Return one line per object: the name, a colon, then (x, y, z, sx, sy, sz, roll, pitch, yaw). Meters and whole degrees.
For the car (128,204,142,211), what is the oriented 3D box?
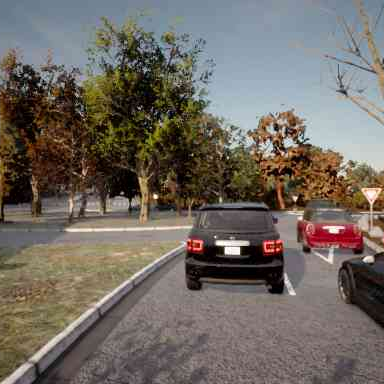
car: (-8.912, 2.784, 60.697, 5.357, 1.411, 2.033, 0, -1, 1)

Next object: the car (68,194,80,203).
car: (-31.236, 2.001, 86.943, 1.946, 1.575, 5.366, 0, 2, -11)

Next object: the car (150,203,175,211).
car: (-4.188, 2.647, 56.938, 4.892, 1.490, 1.837, -1, -2, 26)

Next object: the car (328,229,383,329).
car: (3.952, 1.575, 5.423, 1.994, 1.385, 4.181, 0, 0, 6)

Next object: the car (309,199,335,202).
car: (9.534, 1.527, 24.200, 2.150, 2.045, 5.566, -1, -1, 25)

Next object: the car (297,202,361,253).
car: (5.616, 1.448, 14.025, 2.097, 1.767, 4.553, 0, -1, 14)

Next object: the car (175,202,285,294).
car: (1.211, 1.269, 9.167, 2.150, 2.045, 5.566, 0, -1, 9)
